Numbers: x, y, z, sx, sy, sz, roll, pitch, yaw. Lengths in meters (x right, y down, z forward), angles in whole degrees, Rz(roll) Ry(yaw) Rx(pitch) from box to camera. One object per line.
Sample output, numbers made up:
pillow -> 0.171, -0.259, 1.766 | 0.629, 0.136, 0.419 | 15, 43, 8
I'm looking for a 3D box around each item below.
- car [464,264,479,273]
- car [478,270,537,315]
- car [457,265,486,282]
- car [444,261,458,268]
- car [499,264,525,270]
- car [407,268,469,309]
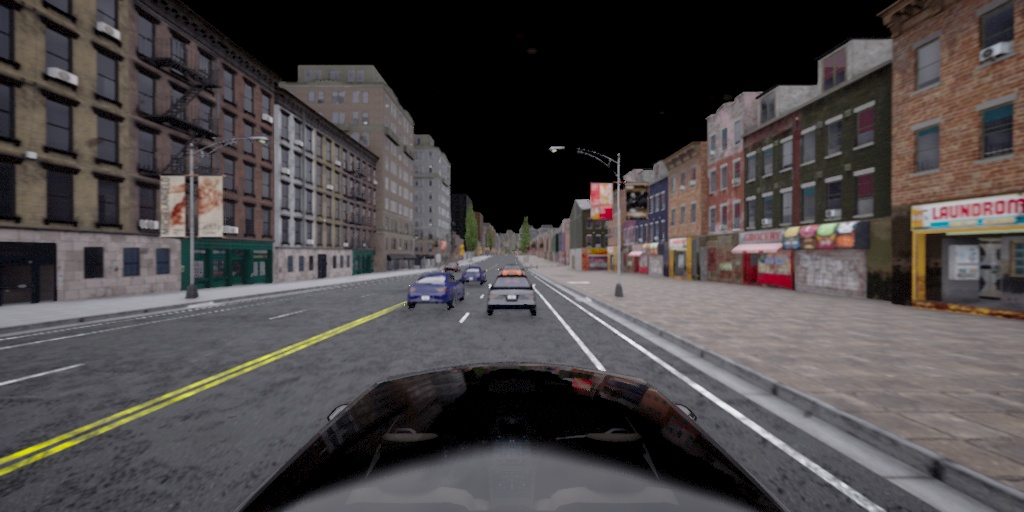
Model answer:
car -> -6.585, 2.050, 58.660 | 1.895, 1.301, 4.718 | 0, -1, 1
car -> 0.004, 1.440, 14.385 | 2.033, 1.411, 5.357 | 0, -1, 0
car -> -3.234, 1.649, 30.778 | 1.812, 1.442, 4.674 | 0, -1, 1
car -> -9.837, 1.803, 58.830 | 2.097, 1.767, 4.553 | 0, -1, 0
car -> 0.012, 1.468, 30.283 | 2.097, 1.767, 4.553 | 0, -1, 0
car -> -3.229, 1.435, 15.764 | 1.812, 1.442, 4.674 | 0, -1, 1
